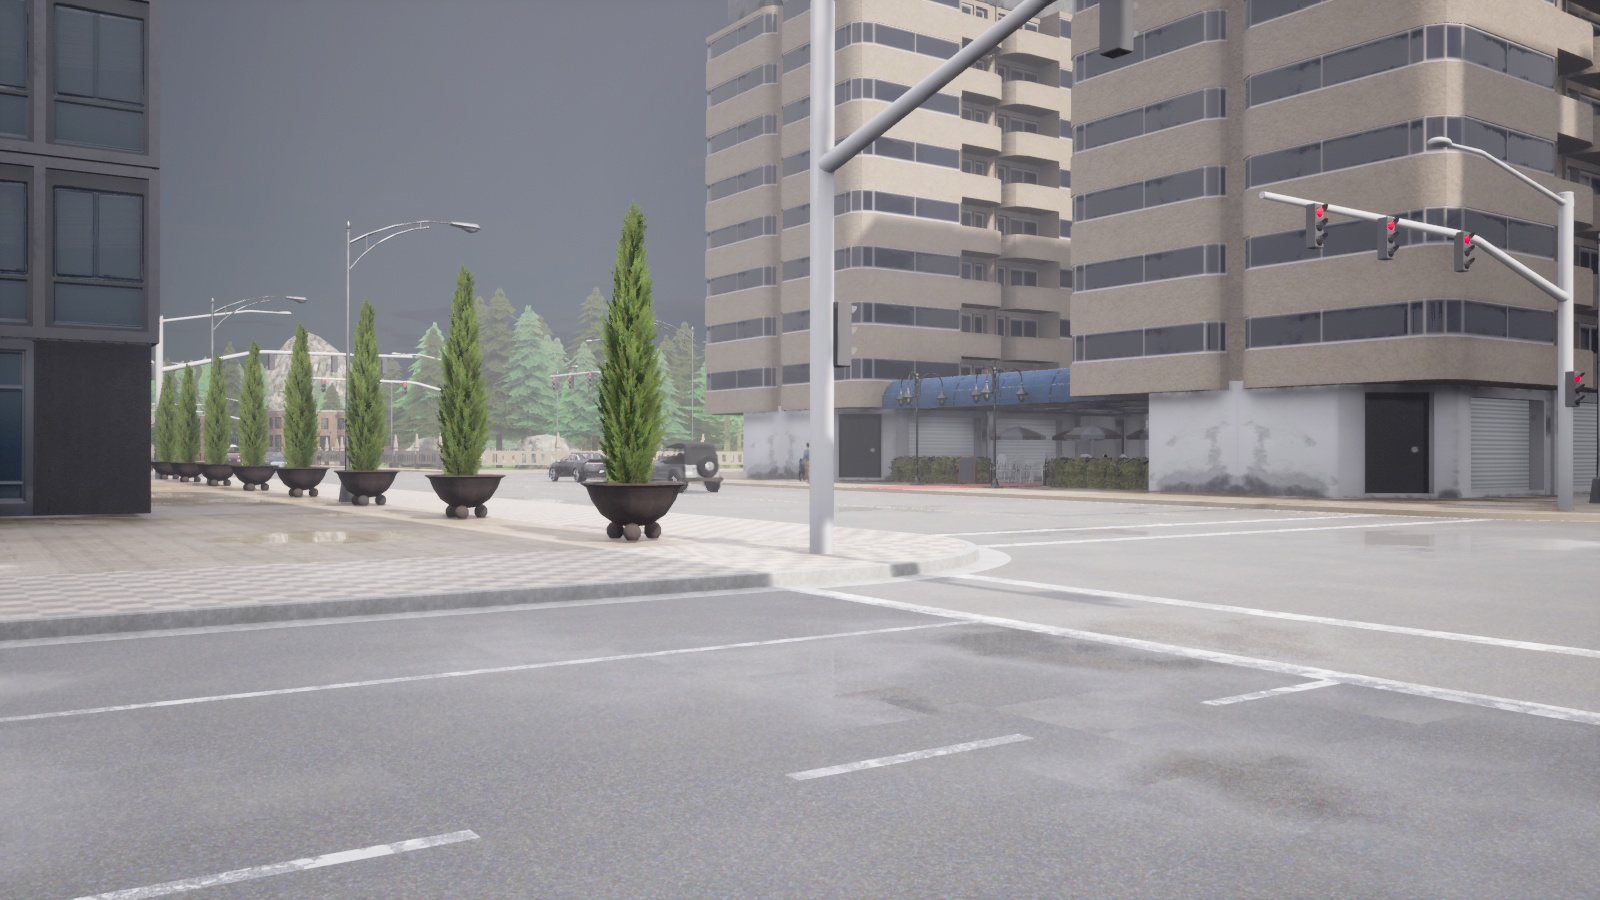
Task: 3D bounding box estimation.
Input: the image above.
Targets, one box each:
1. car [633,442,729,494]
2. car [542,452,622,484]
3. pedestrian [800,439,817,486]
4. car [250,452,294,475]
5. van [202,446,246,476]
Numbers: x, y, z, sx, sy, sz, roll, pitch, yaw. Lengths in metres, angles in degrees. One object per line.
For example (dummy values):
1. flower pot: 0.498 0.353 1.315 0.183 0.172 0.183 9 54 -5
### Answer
1. car: -4.581 0.668 47.891 1.905 1.878 3.866 0 0 -36
2. car: -11.100 0.880 63.618 2.128 1.511 4.902 0 0 -34
3. pedestrian: 0.371 0.527 53.515 0.423 1.949 0.788 0 0 -26
4. car: -38.355 0.979 91.189 2.033 1.649 4.856 0 0 -34
5. van: -40.309 0.769 87.841 2.069 2.038 4.480 0 0 -34
